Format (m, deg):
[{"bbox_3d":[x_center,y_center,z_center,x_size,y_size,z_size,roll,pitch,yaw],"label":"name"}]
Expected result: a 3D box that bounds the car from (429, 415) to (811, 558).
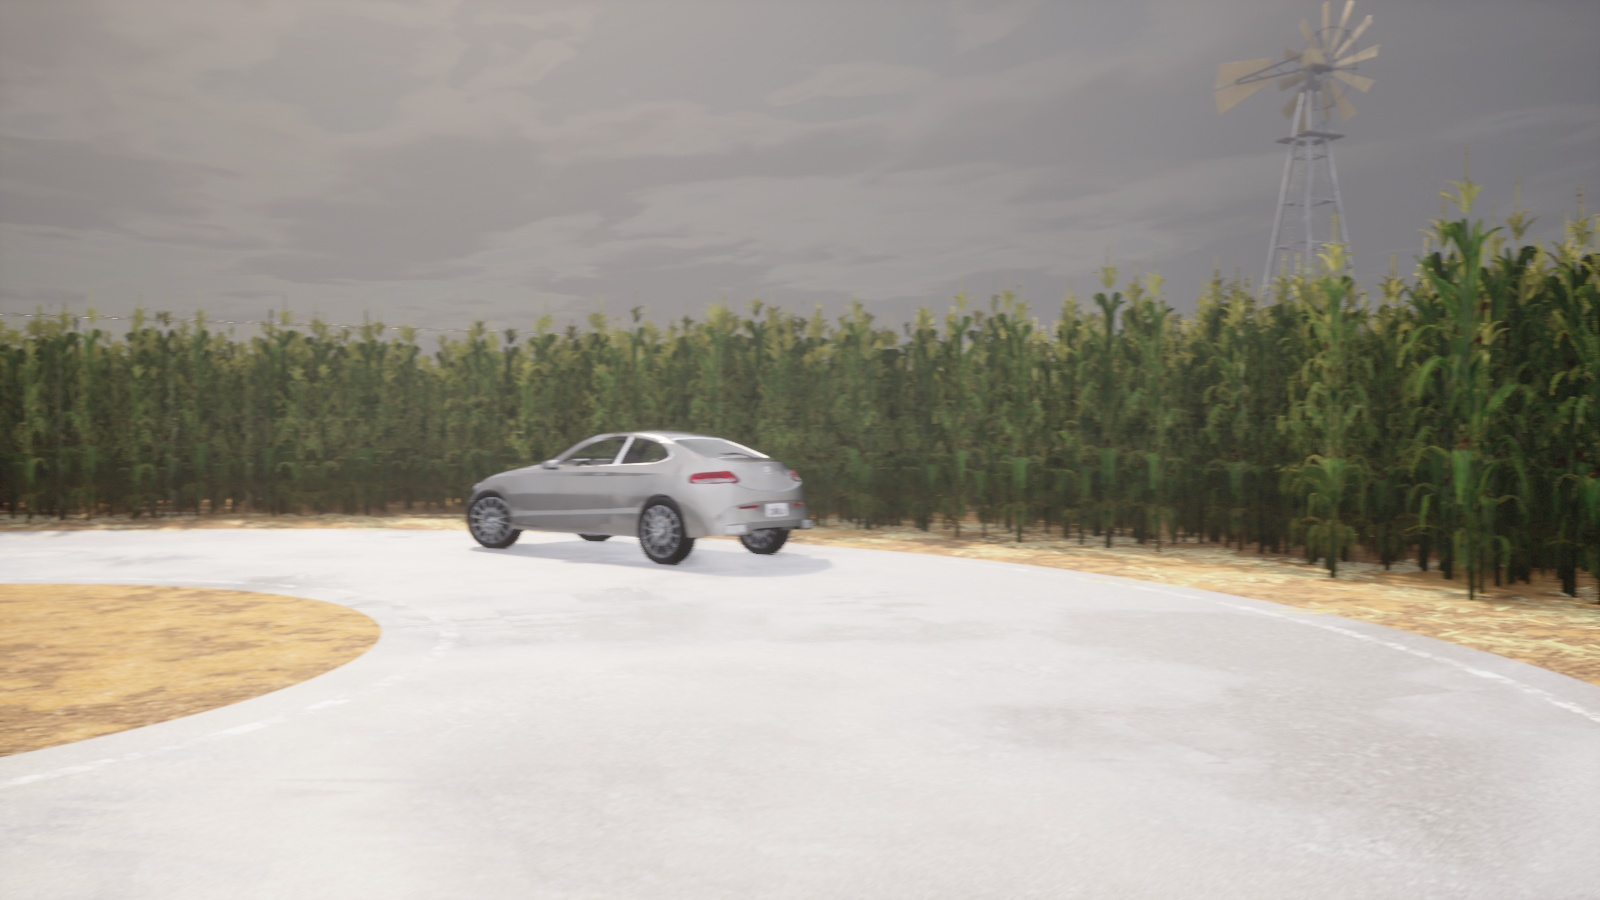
[{"bbox_3d":[-2.514,0.402,16.853,5.027,1.651,2.152,1,0,37],"label":"car"}]
